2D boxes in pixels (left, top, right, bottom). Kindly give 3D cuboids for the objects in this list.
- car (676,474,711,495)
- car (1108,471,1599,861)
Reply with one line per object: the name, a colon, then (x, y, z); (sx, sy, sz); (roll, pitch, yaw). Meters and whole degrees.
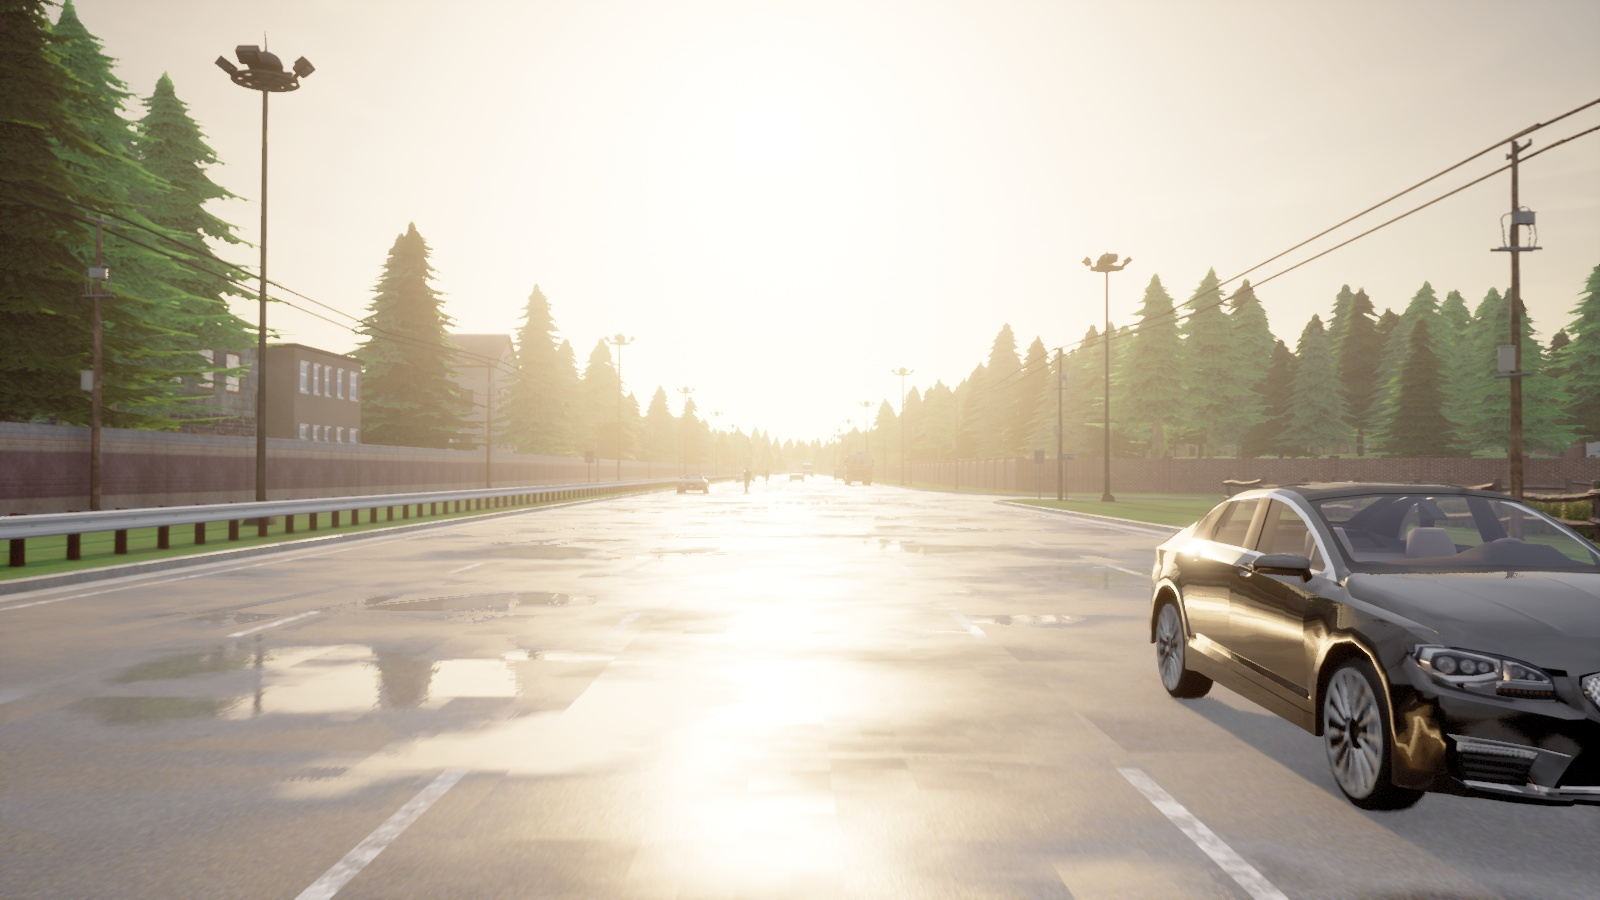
car: (-7.204, 2.335, 85.313); (1.994, 1.385, 4.181); (0, -1, 0)
car: (3.482, 0.880, 7.351); (2.128, 1.511, 4.902); (0, -1, 0)
